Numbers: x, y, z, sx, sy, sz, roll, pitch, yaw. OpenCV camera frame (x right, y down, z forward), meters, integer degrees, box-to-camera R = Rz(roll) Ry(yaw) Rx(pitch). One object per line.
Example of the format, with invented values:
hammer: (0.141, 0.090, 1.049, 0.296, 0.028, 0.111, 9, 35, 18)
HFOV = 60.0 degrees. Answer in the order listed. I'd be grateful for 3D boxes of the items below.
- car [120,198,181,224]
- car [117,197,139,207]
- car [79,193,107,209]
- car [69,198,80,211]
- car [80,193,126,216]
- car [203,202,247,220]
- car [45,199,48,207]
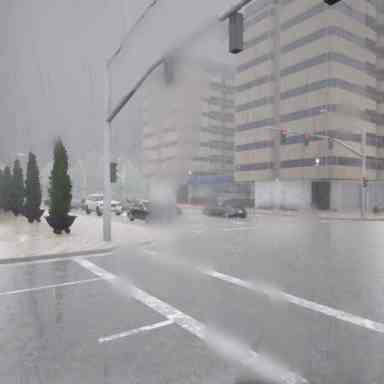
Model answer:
car: (-3.197, 1.491, 24.737, 2.128, 1.511, 4.902, 0, 0, -35)
car: (-10.393, 1.526, 53.725, 1.812, 1.442, 4.674, 0, 0, -35)
car: (-13.708, 1.221, 45.944, 2.150, 2.045, 5.566, 0, 0, -34)
car: (-14.723, 1.526, 41.237, 1.812, 1.442, 4.674, 0, 0, -35)
car: (-8.847, 1.222, 32.827, 2.150, 2.045, 5.566, 0, 0, -35)
car: (2.783, 1.564, 28.749, 1.994, 1.385, 4.181, 0, 0, -35)
car: (-20.836, 1.478, 50.088, 1.882, 1.535, 5.008, 0, 0, -34)
